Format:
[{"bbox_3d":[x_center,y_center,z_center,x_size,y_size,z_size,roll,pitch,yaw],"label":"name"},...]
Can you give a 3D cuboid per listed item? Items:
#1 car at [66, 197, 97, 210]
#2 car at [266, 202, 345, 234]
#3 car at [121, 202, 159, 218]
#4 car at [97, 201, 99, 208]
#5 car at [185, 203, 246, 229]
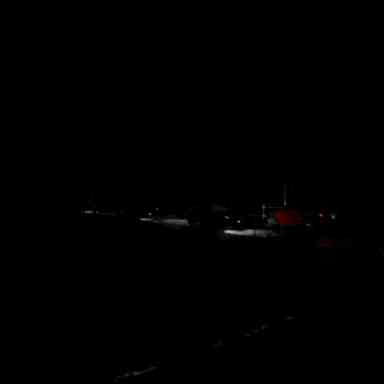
[{"bbox_3d":[-14.218,1.414,41.572,2.128,1.511,4.902,1,-1,-39],"label":"car"},{"bbox_3d":[6.441,1.363,19.478,2.097,1.767,4.553,1,-1,-29],"label":"car"},{"bbox_3d":[-4.897,1.547,29.852,1.895,1.301,4.718,1,-1,-38],"label":"car"},{"bbox_3d":[-14.637,1.492,46.586,1.812,1.442,4.674,1,-1,-40],"label":"car"},{"bbox_3d":[1.378,1.484,21.591,1.812,1.442,4.674,1,-1,-37],"label":"car"}]
